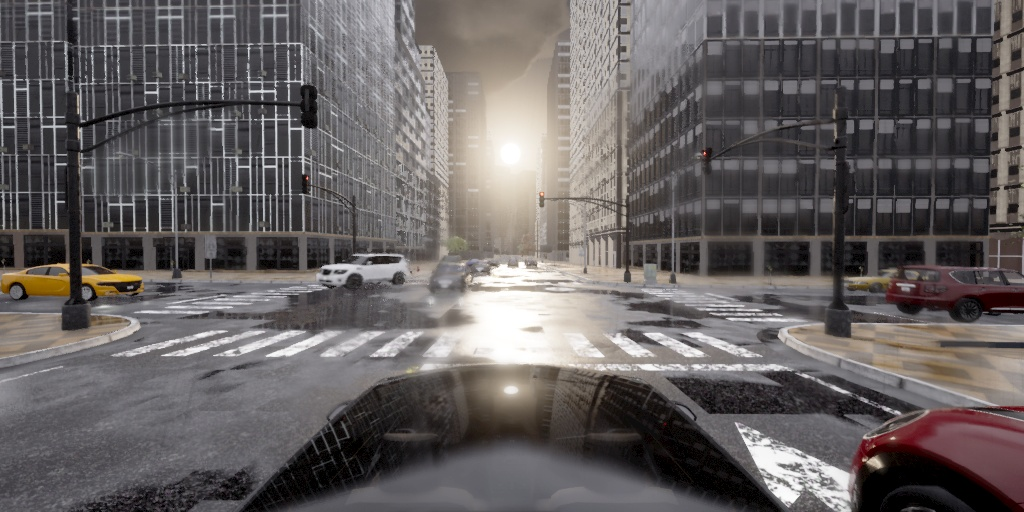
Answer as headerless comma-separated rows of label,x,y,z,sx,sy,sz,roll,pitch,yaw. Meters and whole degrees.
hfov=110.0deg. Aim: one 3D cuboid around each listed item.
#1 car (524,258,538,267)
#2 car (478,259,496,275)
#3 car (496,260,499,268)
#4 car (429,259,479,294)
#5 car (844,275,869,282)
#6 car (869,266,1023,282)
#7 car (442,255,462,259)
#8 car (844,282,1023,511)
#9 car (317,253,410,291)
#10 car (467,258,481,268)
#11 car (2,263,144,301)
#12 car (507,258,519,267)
car,3.453,1.304,63.411,1.895,1.301,4.718,0,0,0
car,-3.232,1.221,38.635,2.128,1.511,4.902,0,0,0
car,-3.141,1.309,58.324,1.895,1.301,4.718,0,0,0
car,-3.284,1.166,20.038,2.128,1.511,4.902,1,1,0
car,21.863,1.409,20.821,4.829,1.417,1.751,0,0,1
car,16.225,1.282,12.555,5.009,1.841,2.192,0,0,1
car,-6.471,0.950,38.316,2.150,2.045,5.566,0,0,0
car,3.254,1.103,0.441,2.097,1.767,4.553,0,0,0
car,-8.661,0.846,21.540,2.150,2.045,5.566,2,1,28
car,-6.370,1.183,60.651,1.882,1.535,5.008,0,0,1
car,-19.229,1.086,15.833,5.008,1.535,1.882,1,1,3
car,0.203,1.267,63.393,1.994,1.385,4.181,0,0,0
